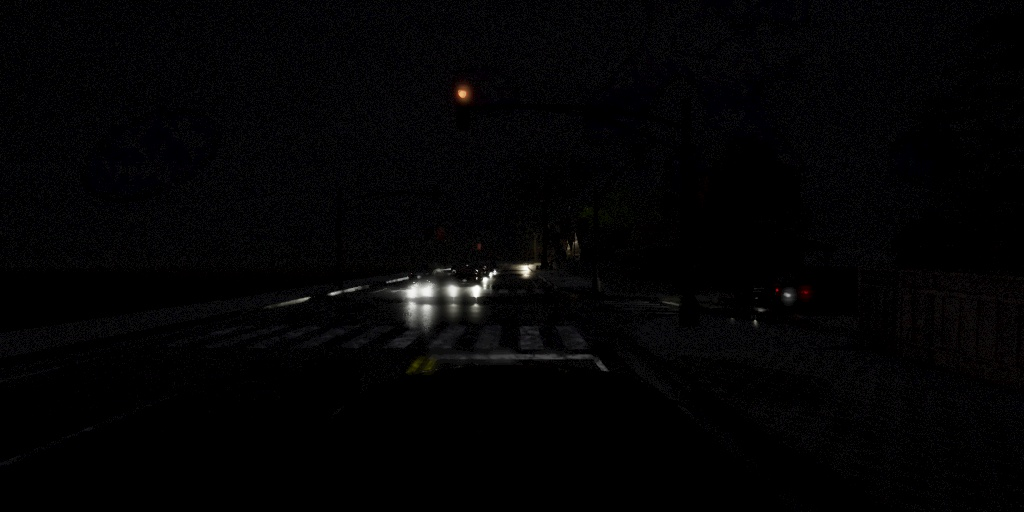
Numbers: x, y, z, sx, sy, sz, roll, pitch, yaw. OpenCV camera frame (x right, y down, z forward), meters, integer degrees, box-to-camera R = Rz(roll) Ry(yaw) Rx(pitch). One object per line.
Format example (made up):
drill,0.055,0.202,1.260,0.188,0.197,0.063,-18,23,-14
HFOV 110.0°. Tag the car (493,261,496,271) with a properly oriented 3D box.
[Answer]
car,-3.332,1.276,45.599,1.812,1.442,4.674,0,0,0

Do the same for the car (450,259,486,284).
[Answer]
car,-3.304,1.106,26.846,2.097,1.767,4.553,0,0,-1

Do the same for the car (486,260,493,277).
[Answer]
car,-3.342,1.103,35.676,2.097,1.767,4.553,0,0,0

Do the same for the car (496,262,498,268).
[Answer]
car,-3.301,1.363,56.337,1.895,1.301,4.718,0,0,1

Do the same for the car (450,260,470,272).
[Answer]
car,-6.583,1.257,45.899,1.837,1.490,4.892,0,0,0

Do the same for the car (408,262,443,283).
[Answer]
car,-6.598,1.245,27.867,2.128,1.511,4.902,0,0,0

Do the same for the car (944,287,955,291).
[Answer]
car,23.500,1.746,16.931,5.357,1.411,2.033,1,-2,-3

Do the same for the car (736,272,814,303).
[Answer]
car,13.066,1.506,16.544,5.008,1.535,1.882,1,-2,-2

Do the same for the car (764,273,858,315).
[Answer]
car,12.480,1.497,13.669,4.181,1.385,1.994,1,-2,-2
